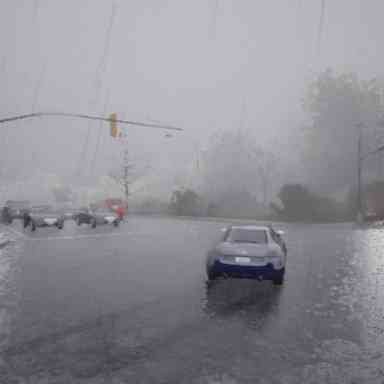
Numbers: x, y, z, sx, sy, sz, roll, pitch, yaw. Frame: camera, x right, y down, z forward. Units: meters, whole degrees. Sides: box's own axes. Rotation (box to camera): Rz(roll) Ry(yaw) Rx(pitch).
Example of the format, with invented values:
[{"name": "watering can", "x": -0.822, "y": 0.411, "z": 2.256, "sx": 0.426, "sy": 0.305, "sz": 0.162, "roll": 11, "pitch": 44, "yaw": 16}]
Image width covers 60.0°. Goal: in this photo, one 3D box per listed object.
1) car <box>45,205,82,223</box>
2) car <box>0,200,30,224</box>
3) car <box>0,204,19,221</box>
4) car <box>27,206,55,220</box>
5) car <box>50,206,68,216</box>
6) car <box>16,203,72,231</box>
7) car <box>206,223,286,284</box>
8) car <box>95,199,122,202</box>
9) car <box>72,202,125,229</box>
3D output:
[{"name": "car", "x": -12.125, "y": 1.988, "z": 31.121, "sx": 2.128, "sy": 1.511, "sz": 4.902, "roll": 1, "pitch": -3, "yaw": -35}, {"name": "car", "x": -15.540, "y": 1.732, "z": 29.888, "sx": 2.150, "sy": 2.045, "sz": 5.566, "roll": 1, "pitch": -3, "yaw": -35}, {"name": "car", "x": -21.438, "y": 2.364, "z": 38.236, "sx": 2.097, "sy": 1.767, "sz": 4.553, "roll": 1, "pitch": -3, "yaw": -35}, {"name": "car", "x": -17.831, "y": 2.468, "z": 39.193, "sx": 2.128, "sy": 1.511, "sz": 4.902, "roll": 1, "pitch": -3, "yaw": -35}, {"name": "car", "x": -24.252, "y": 3.450, "z": 60.540, "sx": 2.097, "sy": 1.767, "sz": 4.553, "roll": 1, "pitch": -3, "yaw": -35}, {"name": "car", "x": -9.804, "y": 1.658, "z": 21.778, "sx": 2.128, "sy": 1.511, "sz": 4.902, "roll": 1, "pitch": -2, "yaw": -35}, {"name": "car", "x": 1.736, "y": 1.613, "z": 9.939, "sx": 1.994, "sy": 1.385, "sz": 4.181, "roll": 1, "pitch": 0, "yaw": 15}, {"name": "car", "x": -8.478, "y": 1.701, "z": 32.361, "sx": 2.150, "sy": 2.045, "sz": 5.566, "roll": 1, "pitch": -3, "yaw": -35}, {"name": "car", "x": -6.708, "y": 1.677, "z": 23.447, "sx": 2.128, "sy": 1.511, "sz": 4.902, "roll": 1, "pitch": -2, "yaw": -37}]
